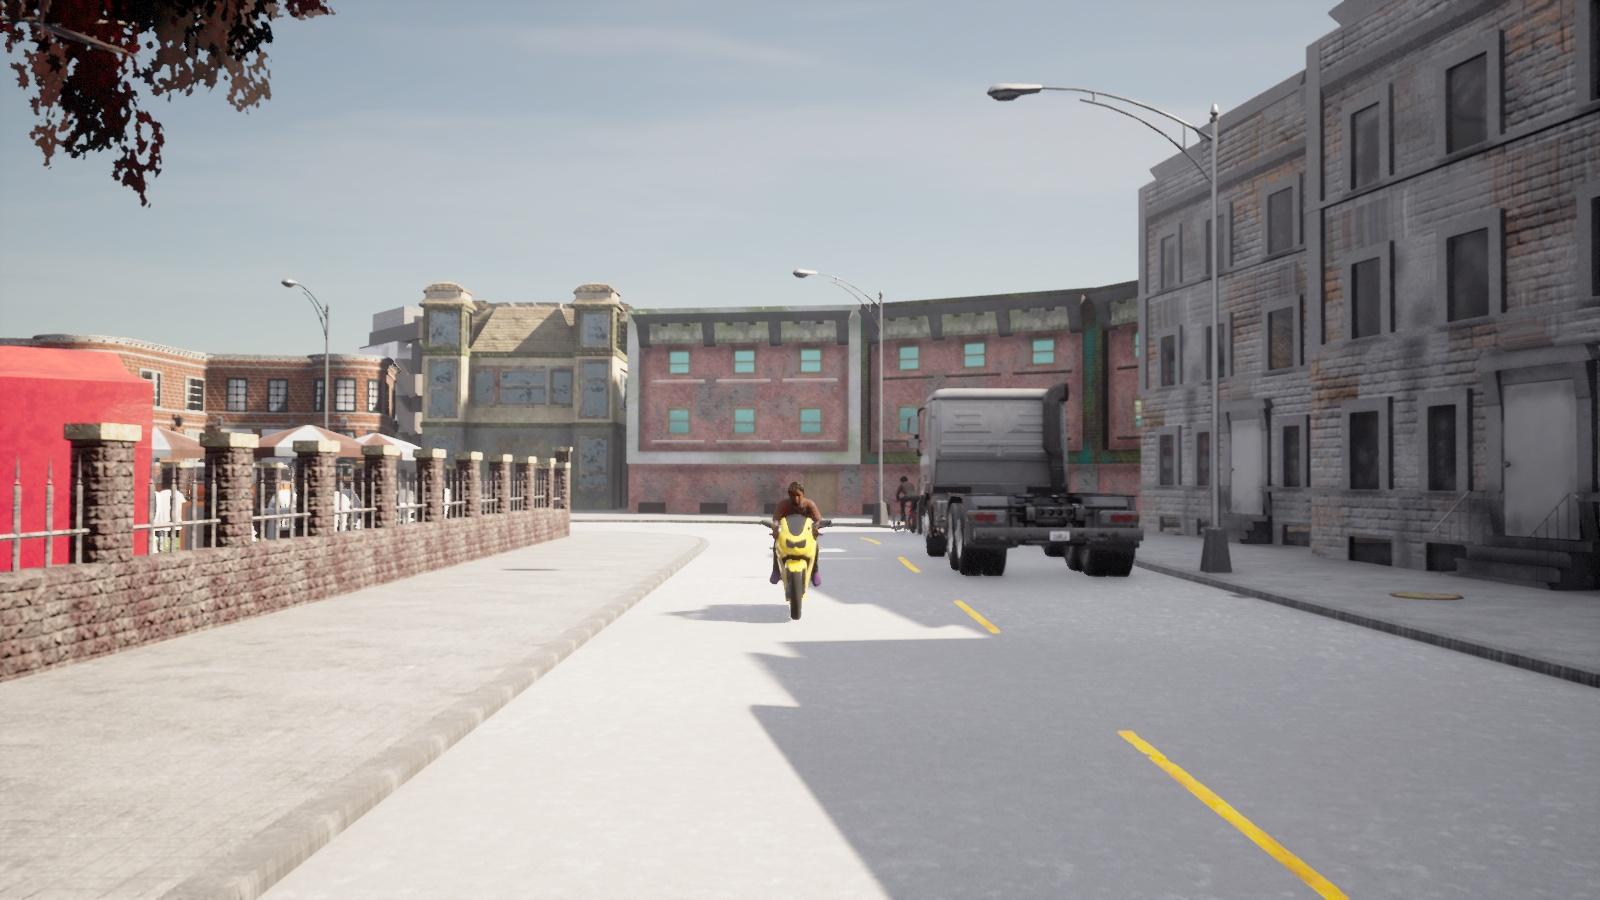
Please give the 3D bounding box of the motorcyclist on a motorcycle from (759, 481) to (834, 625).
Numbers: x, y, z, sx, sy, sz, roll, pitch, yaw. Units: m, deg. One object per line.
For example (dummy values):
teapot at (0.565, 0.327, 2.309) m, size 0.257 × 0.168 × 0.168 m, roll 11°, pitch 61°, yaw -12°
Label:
motorcyclist on a motorcycle at (-0.037, 1.122, 14.432) m, size 0.797 × 1.523 × 2.044 m, roll 0°, pitch -1°, yaw 0°

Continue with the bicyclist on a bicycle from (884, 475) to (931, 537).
bicyclist on a bicycle at (2.927, 1.519, 34.324) m, size 0.582 × 1.620 × 1.656 m, roll -1°, pitch -1°, yaw -21°

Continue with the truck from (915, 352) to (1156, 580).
truck at (3.938, 0.331, 23.078) m, size 2.891 × 3.462 × 7.936 m, roll 0°, pitch -1°, yaw 0°

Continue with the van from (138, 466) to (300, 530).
van at (-18.871, 1.547, 40.889) m, size 4.442 × 1.987 × 1.775 m, roll 0°, pitch -1°, yaw 0°
